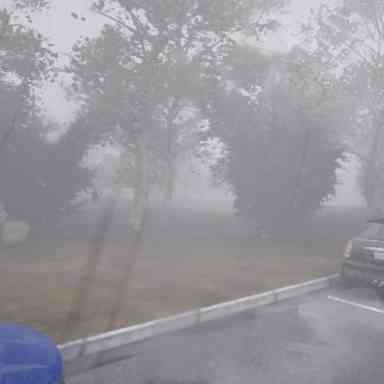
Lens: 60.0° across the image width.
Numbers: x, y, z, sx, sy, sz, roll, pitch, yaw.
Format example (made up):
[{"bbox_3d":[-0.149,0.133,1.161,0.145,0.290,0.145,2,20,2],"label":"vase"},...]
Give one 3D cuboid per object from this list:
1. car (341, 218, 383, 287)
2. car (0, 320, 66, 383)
[{"bbox_3d":[5.757,1.373,8.167,4.553,1.767,2.185,0,0,-33],"label":"car"},{"bbox_3d":[-3.291,1.476,1.710,5.008,1.535,2.097,0,0,-33],"label":"car"}]
